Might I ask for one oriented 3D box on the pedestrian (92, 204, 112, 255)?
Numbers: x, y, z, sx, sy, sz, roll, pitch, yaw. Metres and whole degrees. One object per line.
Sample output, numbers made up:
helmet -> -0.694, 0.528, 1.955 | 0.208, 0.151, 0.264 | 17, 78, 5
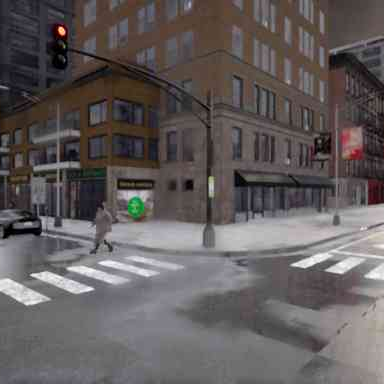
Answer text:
pedestrian -> -3.276, 1.298, 12.063 | 0.375, 1.860, 0.375 | 0, 0, 43

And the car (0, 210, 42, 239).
car -> -9.326, 1.568, 17.253 | 4.313, 1.339, 1.947 | 0, 0, 43
